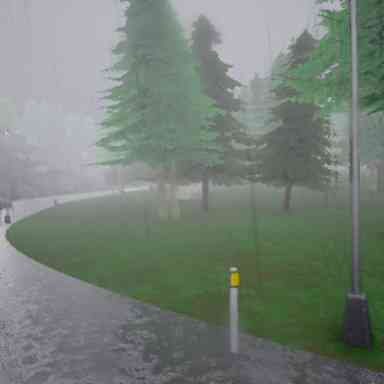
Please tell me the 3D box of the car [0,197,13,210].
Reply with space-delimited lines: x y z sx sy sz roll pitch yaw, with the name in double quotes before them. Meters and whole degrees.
"car" -23.368 1.345 40.319 2.128 1.511 4.902 0 2 -11
